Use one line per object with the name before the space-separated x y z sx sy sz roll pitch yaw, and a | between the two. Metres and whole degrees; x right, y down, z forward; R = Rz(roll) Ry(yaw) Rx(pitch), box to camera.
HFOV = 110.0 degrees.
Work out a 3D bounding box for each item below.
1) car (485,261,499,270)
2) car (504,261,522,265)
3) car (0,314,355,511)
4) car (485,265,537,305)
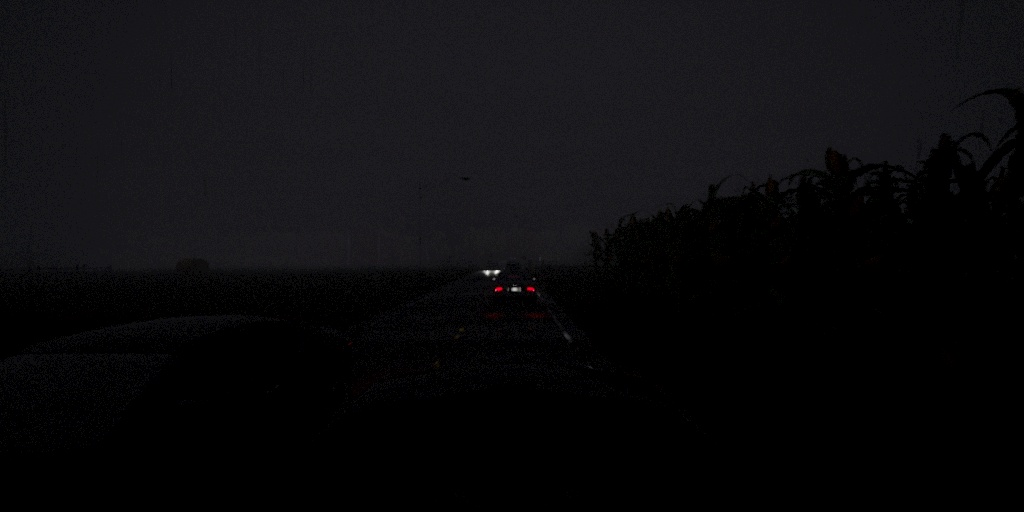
car | -2.746 1.372 50.886 1.994 1.385 4.181 0 0 0
car | 0.107 1.295 38.926 1.837 1.490 4.892 0 0 0
car | -2.849 1.277 2.725 1.812 1.442 4.674 0 0 0
car | 0.103 1.311 15.977 2.033 1.411 5.357 0 0 0
